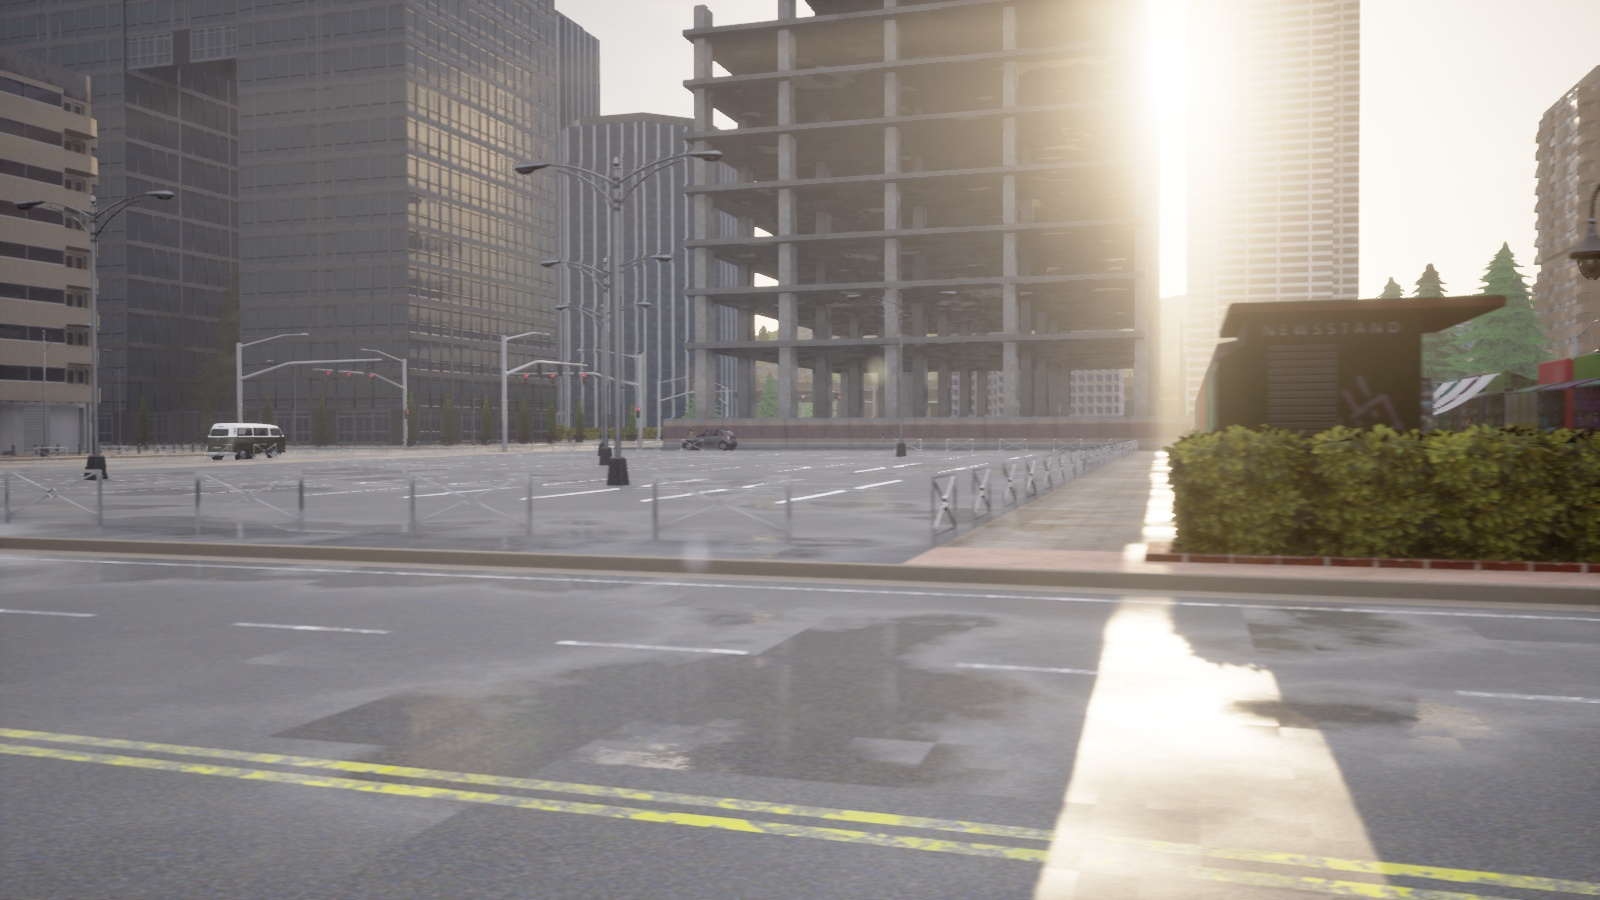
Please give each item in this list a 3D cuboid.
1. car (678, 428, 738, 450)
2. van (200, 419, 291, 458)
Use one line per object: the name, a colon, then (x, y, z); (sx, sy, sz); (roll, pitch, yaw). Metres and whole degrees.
car: (-6.759, -0.838, 92.501); (3.988, 1.617, 1.851); (0, 1, 17)
van: (-29.916, -0.651, 67.949); (2.069, 2.038, 4.480); (0, 1, 17)
